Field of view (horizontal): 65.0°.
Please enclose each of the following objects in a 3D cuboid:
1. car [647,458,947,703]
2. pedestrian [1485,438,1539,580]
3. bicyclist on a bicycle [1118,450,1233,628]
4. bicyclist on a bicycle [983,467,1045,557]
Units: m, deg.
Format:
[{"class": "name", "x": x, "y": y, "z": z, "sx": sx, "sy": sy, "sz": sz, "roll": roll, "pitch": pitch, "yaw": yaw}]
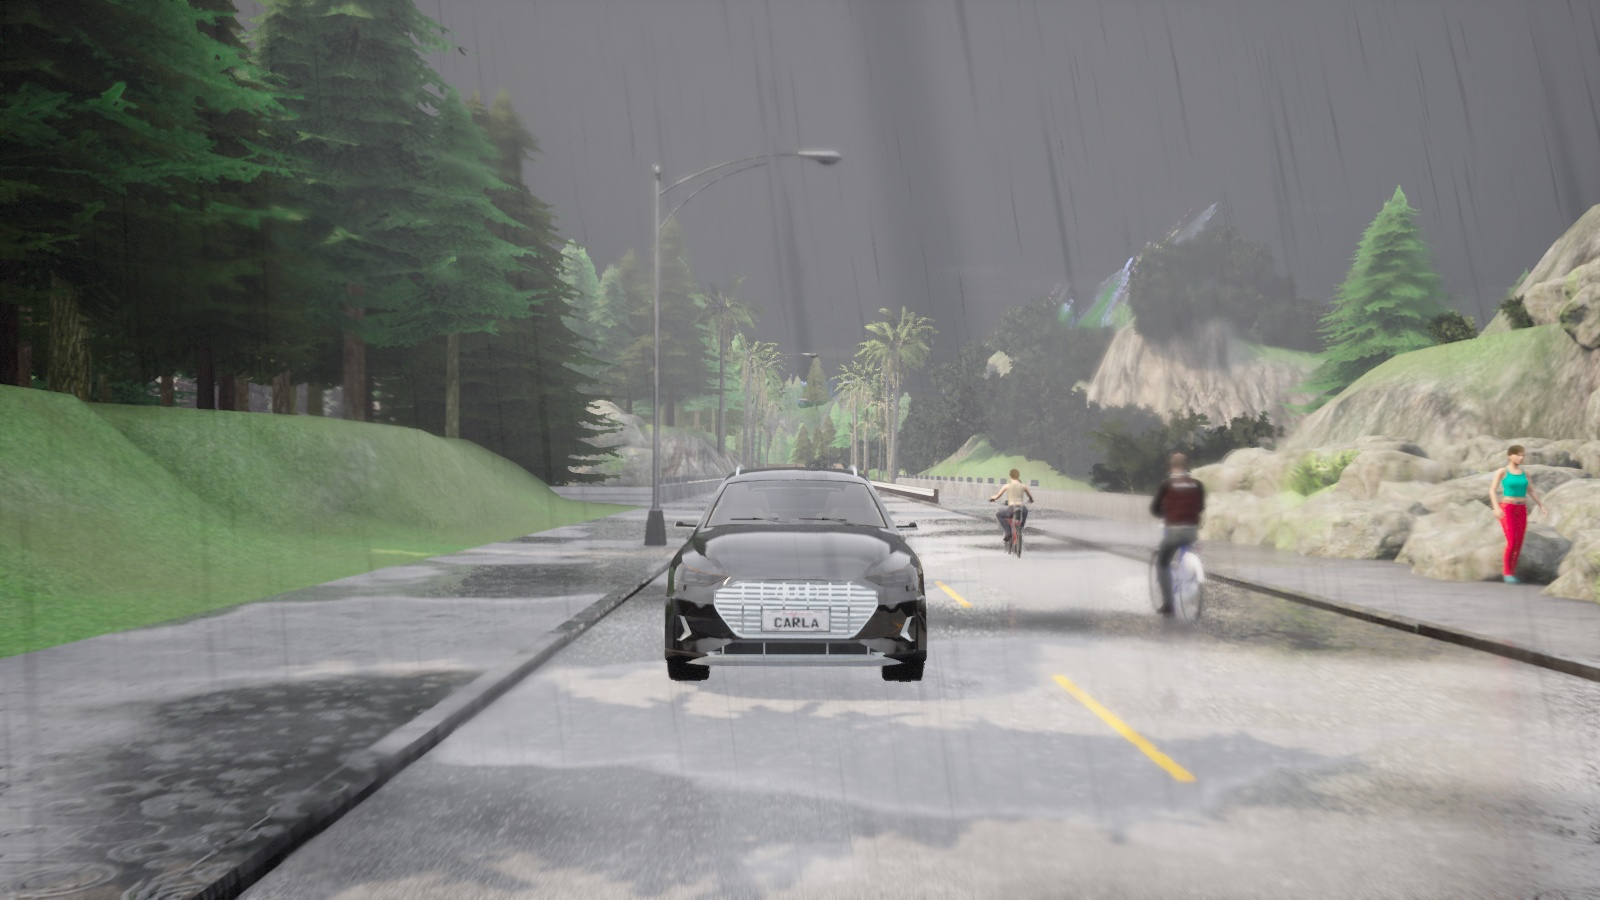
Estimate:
[{"class": "car", "x": -0.026, "y": 0.929, "z": 10.952, "sx": 2.033, "sy": 1.649, "sz": 4.856, "roll": 0, "pitch": -1, "yaw": 0}, {"class": "pedestrian", "x": 9.347, "y": 0.763, "z": 16.492, "sx": 0.345, "sy": 1.836, "sz": 0.594, "roll": 0, "pitch": -1, "yaw": -1}, {"class": "bicyclist on a bicycle", "x": 3.968, "y": 0.894, "z": 13.417, "sx": 0.659, "sy": 1.776, "sz": 1.843, "roll": 0, "pitch": -1, "yaw": 0}, {"class": "bicyclist on a bicycle", "x": 3.951, "y": 1.125, "z": 23.272, "sx": 0.866, "sy": 1.612, "sz": 1.509, "roll": 0, "pitch": -1, "yaw": 0}]
